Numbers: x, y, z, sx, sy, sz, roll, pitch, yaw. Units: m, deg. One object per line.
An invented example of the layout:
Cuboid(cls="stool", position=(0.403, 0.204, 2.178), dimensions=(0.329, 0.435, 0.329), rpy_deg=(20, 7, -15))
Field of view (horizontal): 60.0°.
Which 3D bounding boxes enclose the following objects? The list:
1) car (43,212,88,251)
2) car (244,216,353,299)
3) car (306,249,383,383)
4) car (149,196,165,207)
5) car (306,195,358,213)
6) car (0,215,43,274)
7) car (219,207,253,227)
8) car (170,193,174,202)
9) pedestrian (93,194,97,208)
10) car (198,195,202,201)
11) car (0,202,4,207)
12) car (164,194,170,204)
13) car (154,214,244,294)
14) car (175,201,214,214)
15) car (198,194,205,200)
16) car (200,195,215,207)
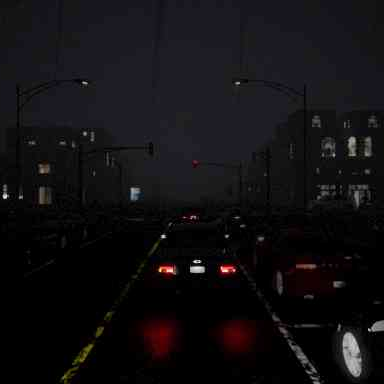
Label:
Cuboid(cls="car", position=(-5.703, 1.552, 13.984), dimensions=(2.008, 1.369, 4.403), rpy_deg=(0, 0, 0))
Cuboid(cls="car", position=(2.685, 1.546, 8.285), dimensions=(1.887, 1.381, 4.507), rpy_deg=(0, 0, 0))
Cuboid(cls="car", position=(2.691, 1.551, 2.593), dimensions=(2.008, 1.369, 4.403), rpy_deg=(0, 0, 0))
Cuboid(cls="car", position=(-5.749, 1.588, 52.062), dimensions=(1.802, 1.307, 4.206), rpy_deg=(0, 0, 0))
Cuboid(cls="car", position=(15.567, 1.315, 37.253), dimensions=(5.566, 2.045, 2.150), rpy_deg=(0, 0, 1))
Cuboid(cls="car", position=(-5.695, 1.441, 8.292), dimensions=(1.967, 1.590, 4.097), rpy_deg=(0, 0, 0))
Cuboid(cls="car", position=(2.671, 1.553, 19.669), dimensions=(2.008, 1.369, 4.403), rpy_deg=(0, 0, 0))
Cuboid(cls="car", position=(-5.775, 1.451, 74.149), dimensions=(1.967, 1.590, 4.097), rpy_deg=(0, 0, 0))
Cuboid(cls="pedestrian", position=(-12.603, 1.135, 43.187), dimensions=(0.375, 1.860, 0.375), rpy_deg=(0, -1, 1))
Cuboid(cls="car", position=(2.618, 1.590, 63.101), dimensions=(1.802, 1.307, 4.206), rpy_deg=(0, 0, 0))
Cuboid(cls="car", position=(-25.499, 1.447, 40.427), dimensions=(4.829, 1.417, 1.752), rpy_deg=(0, -1, 1))
Cuboid(cls="car", position=(-5.762, 1.559, 63.105), dimensions=(2.008, 1.369, 4.403), rpy_deg=(0, 0, 0))
Cuboid(cls="car", position=(0.089, 1.548, 8.941), dimensions=(2.033, 1.411, 5.357), rpy_deg=(0, 0, 0))
Cuboid(cls="car", position=(0.077, 1.507, 19.462), dimensions=(1.837, 1.490, 4.892), rpy_deg=(0, 0, 0))
Cuboid(cls="car", position=(2.586, 1.458, 90.712), dimensions=(1.967, 1.590, 4.097), rpy_deg=(0, 0, 0))
Cuboid(cls="car", position=(2.632, 1.572, 52.059), dimensions=(1.947, 1.339, 4.313), rpy_deg=(0, 0, 0))
